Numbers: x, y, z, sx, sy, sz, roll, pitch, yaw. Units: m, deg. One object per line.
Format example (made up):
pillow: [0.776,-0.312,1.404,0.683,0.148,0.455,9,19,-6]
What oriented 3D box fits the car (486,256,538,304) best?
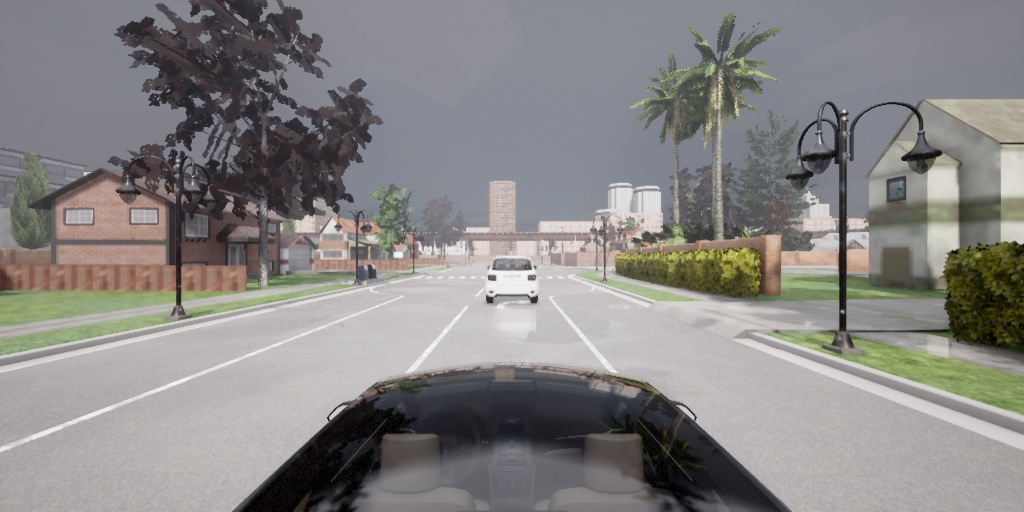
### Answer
car: [0.000,1.007,16.530,2.150,2.045,5.566,0,0,0]
